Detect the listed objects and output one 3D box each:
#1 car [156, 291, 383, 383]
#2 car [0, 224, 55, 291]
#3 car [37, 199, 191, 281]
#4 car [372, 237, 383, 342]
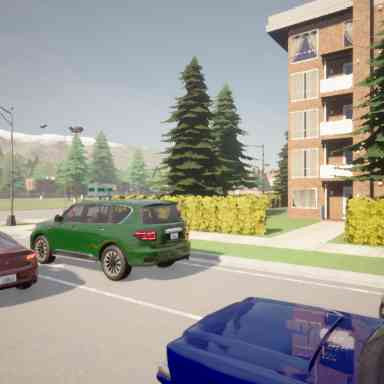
[{"bbox_3d":[2.008,1.601,2.564,4.718,1.301,1.895,0,0,35],"label":"car"},{"bbox_3d":[-5.432,1.526,7.810,4.674,1.442,1.812,0,0,36],"label":"car"},{"bbox_3d":[-2.628,1.221,10.103,5.566,2.045,2.150,0,0,36],"label":"car"},{"bbox_3d":[5.044,1.564,4.698,4.181,1.385,1.994,0,0,35],"label":"car"}]
